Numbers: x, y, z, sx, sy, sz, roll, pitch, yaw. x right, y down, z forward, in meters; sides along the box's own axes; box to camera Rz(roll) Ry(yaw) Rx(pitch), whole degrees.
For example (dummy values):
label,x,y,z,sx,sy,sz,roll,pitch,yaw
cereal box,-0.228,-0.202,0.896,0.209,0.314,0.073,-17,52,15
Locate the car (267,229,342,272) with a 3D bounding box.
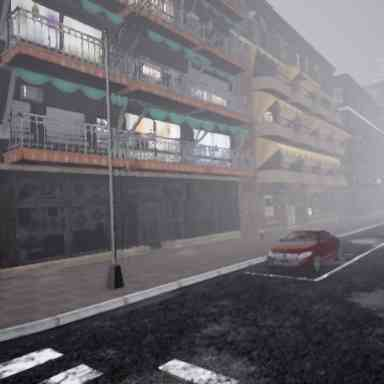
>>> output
label,x,y,z,sx,sy,sz,roll,pitch,yaw
car,4.364,2.067,12.529,1.802,1.307,4.206,-5,-4,39
